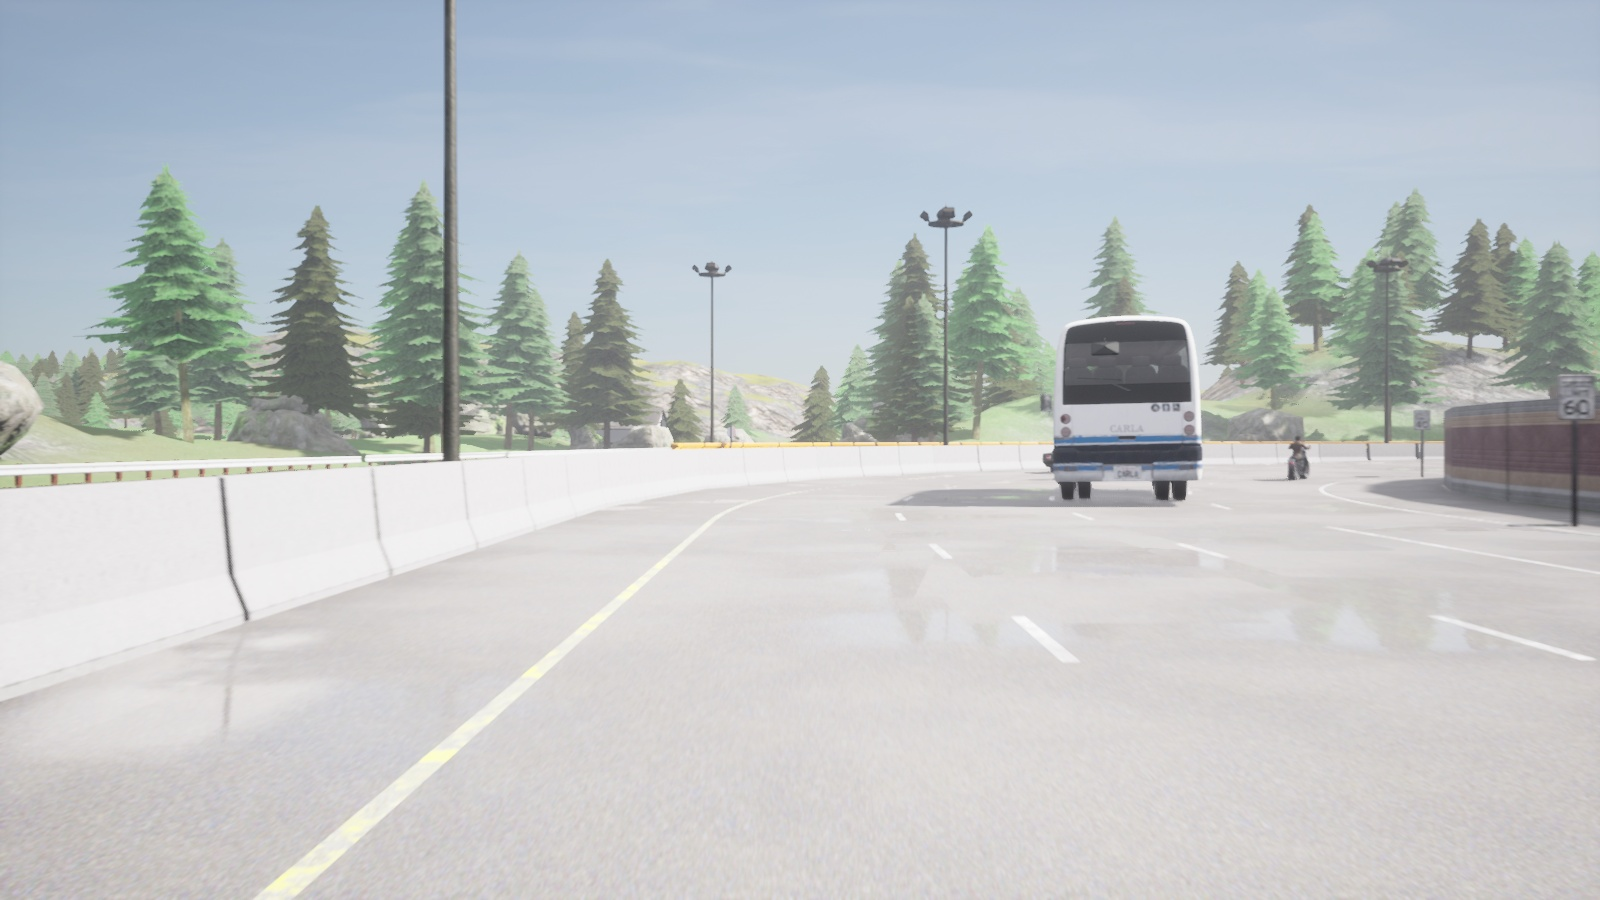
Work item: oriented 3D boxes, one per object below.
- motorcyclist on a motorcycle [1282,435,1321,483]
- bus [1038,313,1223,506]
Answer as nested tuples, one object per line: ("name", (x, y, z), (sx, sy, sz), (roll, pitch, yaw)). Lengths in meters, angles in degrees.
("motorcyclist on a motorcycle", (17.889, 0.315, 44.771), (0.766, 1.649, 2.350), (1, 1, 35))
("bus", (8.486, -0.915, 33.207), (3.944, 4.253, 10.273), (-1, 0, 12))
